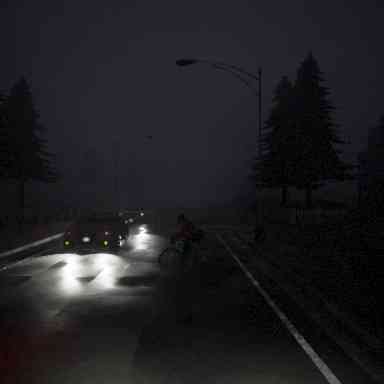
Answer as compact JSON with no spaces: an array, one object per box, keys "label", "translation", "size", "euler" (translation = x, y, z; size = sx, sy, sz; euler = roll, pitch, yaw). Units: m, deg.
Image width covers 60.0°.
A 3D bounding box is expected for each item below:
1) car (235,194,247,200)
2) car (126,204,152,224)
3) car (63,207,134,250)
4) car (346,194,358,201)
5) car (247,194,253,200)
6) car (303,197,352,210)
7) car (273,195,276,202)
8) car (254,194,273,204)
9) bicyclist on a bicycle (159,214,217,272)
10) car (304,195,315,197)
[{"label":"car","translation":[12.019,1.333,84.360],"size":[2.007,1.523,4.514],"euler":[0,0,-1]},{"label":"car","translation":[-4.138,1.599,24.679],"size":[1.895,1.301,4.718],"euler":[0,0,-1]},{"label":"car","translation":[-3.928,1.563,14.215],"size":[1.994,1.385,4.181],"euler":[0,0,-1]},{"label":"car","translation":[37.118,1.292,77.109],"size":[2.007,1.523,4.514],"euler":[0,0,-1]},{"label":"car","translation":[15.155,1.324,84.464],"size":[2.152,1.636,5.027],"euler":[0,0,-1]},{"label":"car","translation":[16.605,1.582,40.938],"size":[4.718,1.301,1.895],"euler":[0,0,1]},{"label":"car","translation":[15.316,1.379,65.798],"size":[1.970,1.475,3.806],"euler":[0,0,-1]},{"label":"car","translation":[12.458,1.369,58.329],"size":[1.845,1.501,3.633],"euler":[0,0,-1]},{"label":"bicyclist on a bicycle","translation":[-0.130,1.445,9.360],"size":[1.656,1.620,0.582],"euler":[-2,0,-2]},{"label":"car","translation":[27.125,1.314,76.987],"size":[1.845,1.501,3.633],"euler":[0,0,-1]}]
